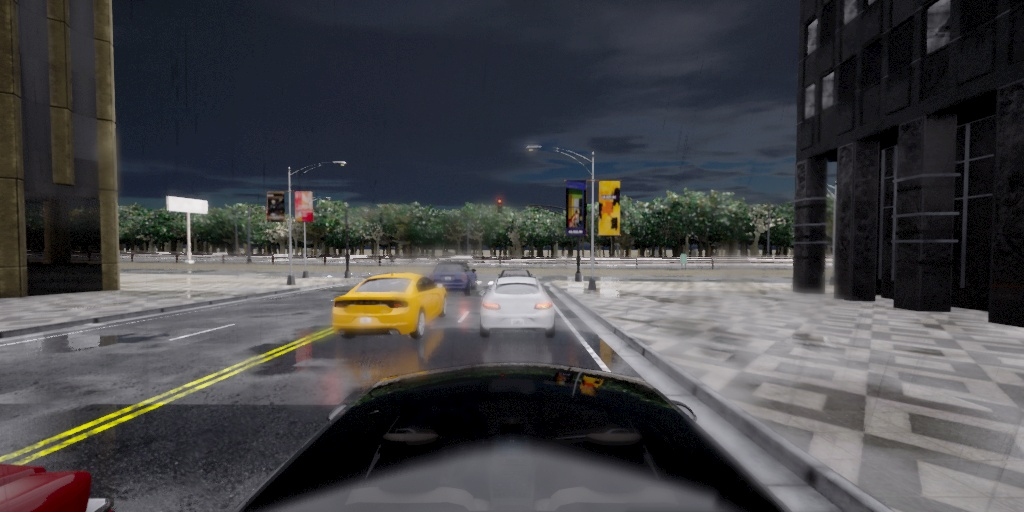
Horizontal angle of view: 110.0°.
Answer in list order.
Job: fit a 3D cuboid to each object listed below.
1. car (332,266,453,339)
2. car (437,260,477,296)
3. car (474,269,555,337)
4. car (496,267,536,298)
[{"bbox_3d":[-3.111,1.222,10.133,1.882,1.535,5.008,0,0,0],"label":"car"},{"bbox_3d":[-3.066,1.089,19.315,2.097,1.767,4.553,0,0,0],"label":"car"},{"bbox_3d":[0.140,1.270,10.141,1.812,1.442,4.674,0,0,0],"label":"car"},{"bbox_3d":[0.185,1.338,19.303,1.895,1.301,4.718,0,0,0],"label":"car"}]
